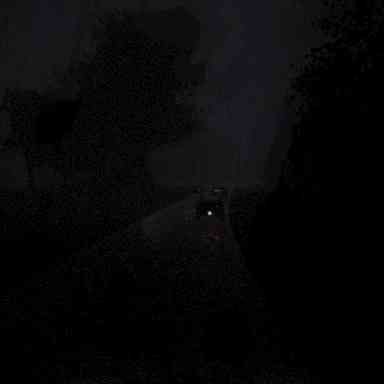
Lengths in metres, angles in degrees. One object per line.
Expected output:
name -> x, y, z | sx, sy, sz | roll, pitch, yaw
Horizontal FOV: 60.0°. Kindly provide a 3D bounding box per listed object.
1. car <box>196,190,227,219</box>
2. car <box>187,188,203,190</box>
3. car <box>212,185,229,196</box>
car -> 1.303, 0.925, 22.882 | 1.837, 1.490, 4.892 | 0, 3, 5
car -> 0.438, -0.299, 40.255 | 1.895, 1.301, 4.718 | 1, 4, 8
car -> 3.457, -0.110, 41.145 | 2.128, 1.511, 4.902 | 1, 4, 8
